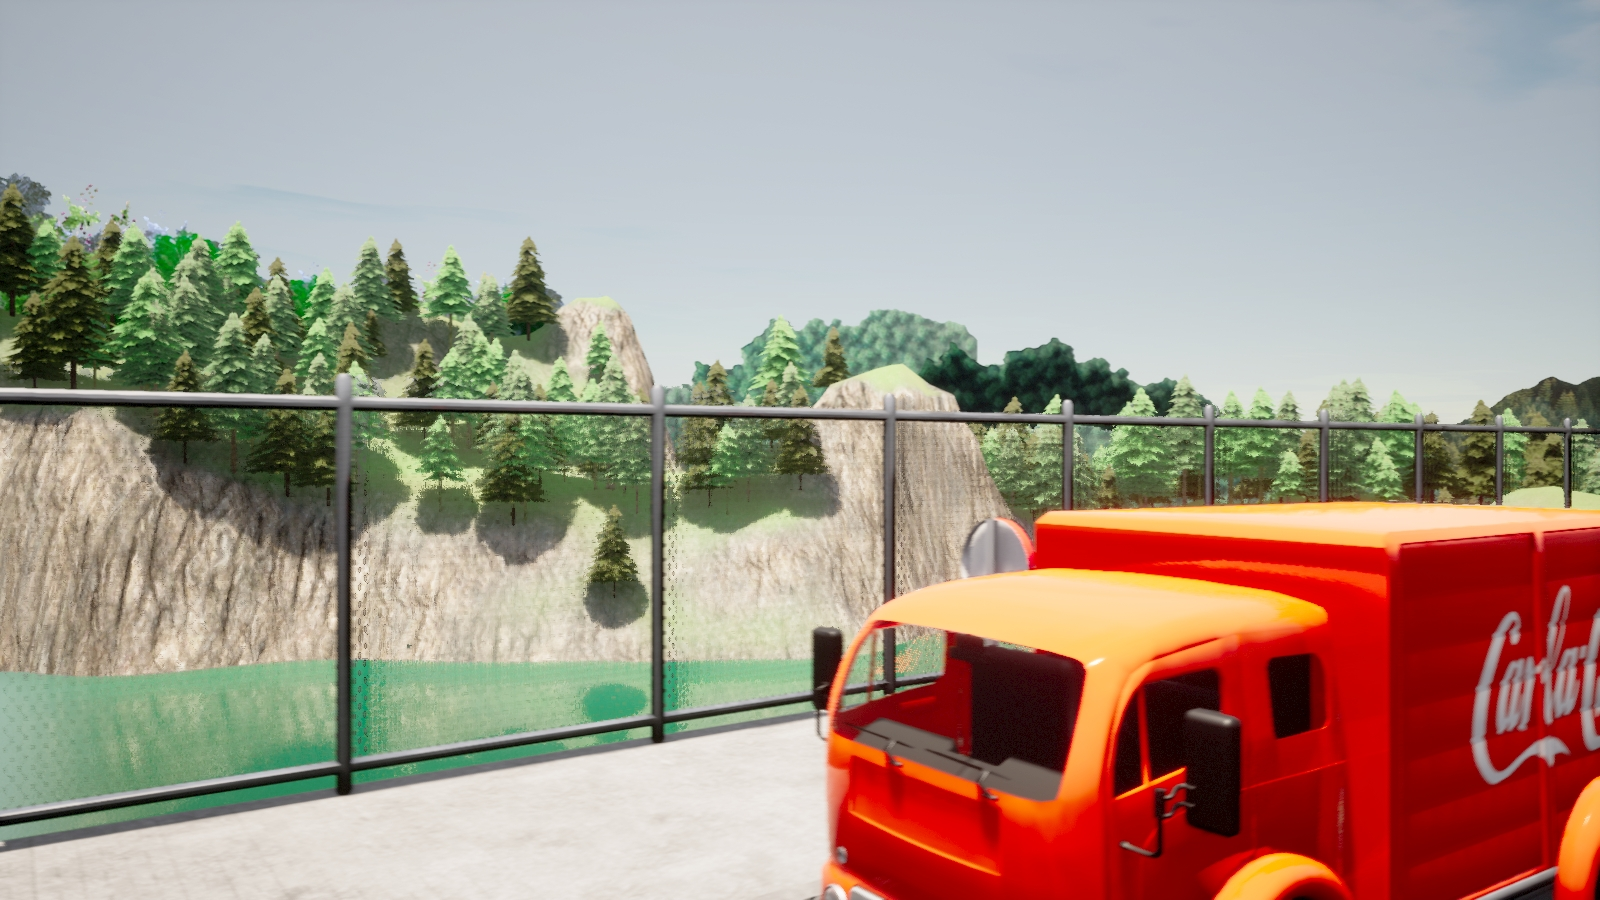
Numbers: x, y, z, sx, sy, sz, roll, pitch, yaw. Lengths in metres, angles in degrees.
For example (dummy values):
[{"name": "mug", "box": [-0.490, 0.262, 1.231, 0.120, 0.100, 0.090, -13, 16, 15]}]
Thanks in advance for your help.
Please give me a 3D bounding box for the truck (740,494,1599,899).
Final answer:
[{"name": "truck", "box": [2.581, 1.568, 6.188, 5.204, 2.467, 2.627, 0, 0, -35]}]
